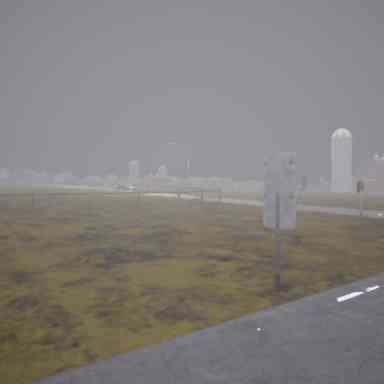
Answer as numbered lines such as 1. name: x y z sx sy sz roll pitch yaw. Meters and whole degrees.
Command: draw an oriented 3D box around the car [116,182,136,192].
1. car: -10.979 -0.886 55.428 2.128 1.511 4.902 1 2 -36
